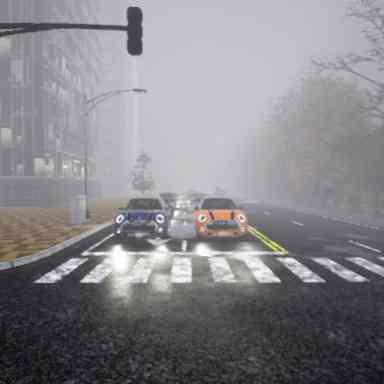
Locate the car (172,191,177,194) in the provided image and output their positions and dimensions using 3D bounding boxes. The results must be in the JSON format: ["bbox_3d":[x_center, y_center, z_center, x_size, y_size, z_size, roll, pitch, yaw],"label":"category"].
[{"bbox_3d":[-2.526,0.777,32.546,1.882,1.535,5.008,0,1,-2],"label":"car"}]

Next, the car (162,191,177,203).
[{"bbox_3d":[-2.979,0.620,44.653,1.994,1.385,4.181,0,1,-3],"label":"car"}]

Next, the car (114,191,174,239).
[{"bbox_3d":[-2.078,1.012,14.931,2.097,1.767,4.553,0,1,-1],"label":"car"}]

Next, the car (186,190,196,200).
[{"bbox_3d":[0.636,0.790,35.145,2.033,1.411,5.357,0,1,-2],"label":"car"}]

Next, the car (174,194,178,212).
[{"bbox_3d":[-2.261,1.047,23.562,1.994,1.385,4.181,0,1,-1],"label":"car"}]

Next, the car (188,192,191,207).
[{"bbox_3d":[0.964,1.003,24.711,2.033,1.411,5.357,0,1,-2],"label":"car"}]

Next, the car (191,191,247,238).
[{"bbox_3d":[1.166,1.002,15.242,2.097,1.767,4.553,0,1,-1],"label":"car"}]

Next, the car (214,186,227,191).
[{"bbox_3d":[4.638,0.311,56.441,2.128,1.511,4.902,14,-13,1],"label":"car"}]

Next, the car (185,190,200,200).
[{"bbox_3d":[0.011,0.429,50.856,2.128,1.511,4.902,0,1,-3],"label":"car"}]
